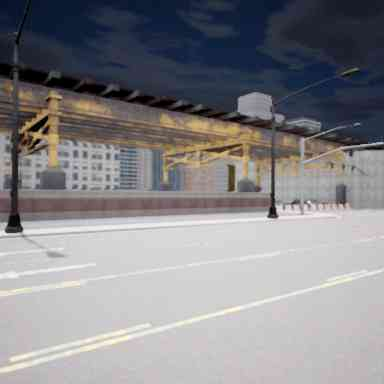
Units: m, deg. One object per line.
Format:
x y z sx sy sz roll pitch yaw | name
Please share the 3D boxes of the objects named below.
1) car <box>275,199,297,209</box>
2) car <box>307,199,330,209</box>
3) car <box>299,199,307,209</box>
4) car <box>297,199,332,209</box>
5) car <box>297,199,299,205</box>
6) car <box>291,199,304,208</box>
11.985 1.647 47.061 4.536 1.218 1.853 0 0 8 | car
19.641 1.741 53.491 4.536 1.218 1.853 0 0 -7 | car
15.780 1.848 49.737 2.038 1.542 4.974 0 0 18 | car
19.691 1.899 53.497 4.974 1.542 2.038 0 0 -7 | car
12.035 1.804 47.053 4.974 1.542 2.038 0 0 8 | car
15.797 1.691 49.788 1.853 1.218 4.536 0 0 18 | car
